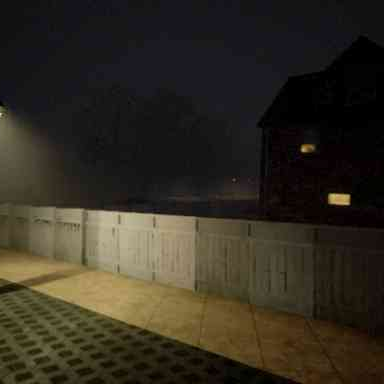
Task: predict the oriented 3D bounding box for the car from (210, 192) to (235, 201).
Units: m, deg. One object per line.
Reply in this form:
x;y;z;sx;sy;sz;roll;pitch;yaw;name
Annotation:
4.981;0.779;53.723;1.882;1.535;5.008;4;3;43;car

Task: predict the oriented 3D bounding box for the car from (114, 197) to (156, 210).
-5.338;1.267;32.900;1.882;1.535;5.008;4;3;43;car
